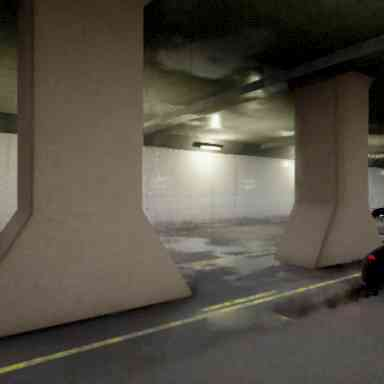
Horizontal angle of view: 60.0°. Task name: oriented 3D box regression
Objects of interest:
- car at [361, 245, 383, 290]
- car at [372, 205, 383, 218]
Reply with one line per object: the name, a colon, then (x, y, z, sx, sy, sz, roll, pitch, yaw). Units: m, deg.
car: (5.937, 1.591, 7.982, 4.181, 1.385, 1.994, 0, 0, -36)
car: (18.023, 1.691, 29.775, 4.718, 1.301, 1.895, 0, 0, -36)
